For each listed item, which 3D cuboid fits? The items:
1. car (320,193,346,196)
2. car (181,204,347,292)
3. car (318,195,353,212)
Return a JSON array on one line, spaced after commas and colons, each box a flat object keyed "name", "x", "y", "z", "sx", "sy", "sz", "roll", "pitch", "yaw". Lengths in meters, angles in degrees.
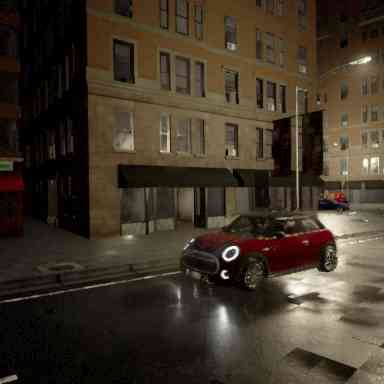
[{"name": "car", "x": 16.626, "y": 1.085, "z": 40.996, "sx": 2.192, "sy": 1.841, "sz": 5.009, "roll": 0, "pitch": 1, "yaw": -44}, {"name": "car", "x": 1.917, "y": 1.350, "z": 9.085, "sx": 4.553, "sy": 1.767, "sz": 2.097, "roll": 0, "pitch": 0, "yaw": -36}, {"name": "car", "x": 14.378, "y": 1.398, "z": 35.034, "sx": 1.812, "sy": 1.442, "sz": 4.674, "roll": -1, "pitch": 1, "yaw": -43}]
